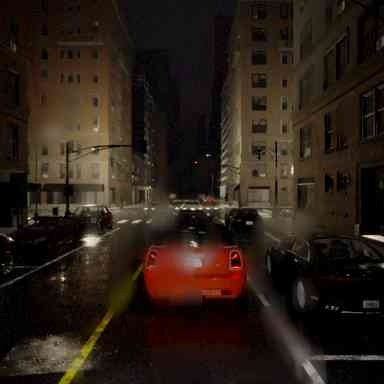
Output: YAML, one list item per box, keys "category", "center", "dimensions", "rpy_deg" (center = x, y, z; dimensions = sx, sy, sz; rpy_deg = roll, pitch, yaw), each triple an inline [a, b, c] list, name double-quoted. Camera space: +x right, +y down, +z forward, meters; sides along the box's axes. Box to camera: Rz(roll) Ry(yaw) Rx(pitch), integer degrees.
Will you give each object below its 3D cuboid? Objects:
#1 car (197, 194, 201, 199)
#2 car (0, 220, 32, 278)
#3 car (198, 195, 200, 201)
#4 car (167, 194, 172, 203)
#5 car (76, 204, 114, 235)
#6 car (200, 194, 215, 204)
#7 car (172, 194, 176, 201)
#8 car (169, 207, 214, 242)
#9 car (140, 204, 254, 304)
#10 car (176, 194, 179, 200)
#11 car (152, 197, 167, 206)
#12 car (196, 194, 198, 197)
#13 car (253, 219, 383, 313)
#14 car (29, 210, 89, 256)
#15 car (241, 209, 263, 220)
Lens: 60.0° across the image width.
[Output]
- category: "car"
  center: [2.836, 1.524, 77.202]
  dimensions: [1.967, 1.590, 4.097]
  rpy_deg: [0, 0, 0]
- category: "car"
  center: [-5.678, 1.565, 7.463]
  dimensions: [1.947, 1.339, 4.313]
  rpy_deg: [0, 0, 0]
- category: "car"
  center: [2.831, 1.607, 66.383]
  dimensions: [2.008, 1.369, 4.403]
  rpy_deg: [0, 0, 0]
- category: "car"
  center: [-5.694, 1.606, 66.385]
  dimensions: [2.008, 1.369, 4.403]
  rpy_deg: [0, 0, 0]
- category: "car"
  center: [-5.691, 1.440, 18.466]
  dimensions: [1.967, 1.590, 4.097]
  rpy_deg: [0, 0, 0]
- category: "car"
  center: [2.823, 1.476, 55.566]
  dimensions: [1.967, 1.590, 4.097]
  rpy_deg: [0, 0, 0]
- category: "car"
  center: [-5.685, 1.626, 82.441]
  dimensions: [1.752, 1.417, 4.829]
  rpy_deg: [0, 0, 0]
- category: "car"
  center: [-0.016, 1.564, 16.988]
  dimensions: [1.994, 1.385, 4.181]
  rpy_deg: [0, 0, 0]
- category: "car"
  center: [0.053, 1.352, 8.334]
  dimensions: [2.097, 1.767, 4.553]
  rpy_deg: [0, 0, 0]
- category: "car"
  center: [-5.679, 1.456, 93.429]
  dimensions: [2.192, 1.841, 5.009]
  rpy_deg: [0, 0, 0]
- category: "car"
  center: [-5.701, 1.617, 55.569]
  dimensions: [1.802, 1.307, 4.206]
  rpy_deg: [0, 0, 0]
- category: "car"
  center: [2.843, 1.560, 88.019]
  dimensions: [1.967, 1.590, 4.097]
  rpy_deg: [0, 0, 0]
- category: "car"
  center: [2.847, 1.551, 7.473]
  dimensions: [2.008, 1.369, 4.403]
  rpy_deg: [0, 0, 0]
- category: "car"
  center: [-5.685, 1.582, 12.964]
  dimensions: [1.802, 1.307, 4.206]
  rpy_deg: [0, 0, 0]
- category: "car"
  center: [2.834, 1.566, 18.475]
  dimensions: [1.947, 1.339, 4.313]
  rpy_deg: [0, 0, 0]
